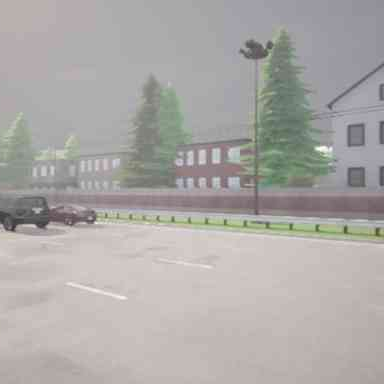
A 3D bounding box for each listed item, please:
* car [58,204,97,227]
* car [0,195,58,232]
[{"bbox_3d":[-8.482,1.535,22.938,4.674,1.442,1.812,0,0,36],"label":"car"},{"bbox_3d":[-10.932,1.231,20.388,5.566,2.045,2.150,0,0,35],"label":"car"}]
